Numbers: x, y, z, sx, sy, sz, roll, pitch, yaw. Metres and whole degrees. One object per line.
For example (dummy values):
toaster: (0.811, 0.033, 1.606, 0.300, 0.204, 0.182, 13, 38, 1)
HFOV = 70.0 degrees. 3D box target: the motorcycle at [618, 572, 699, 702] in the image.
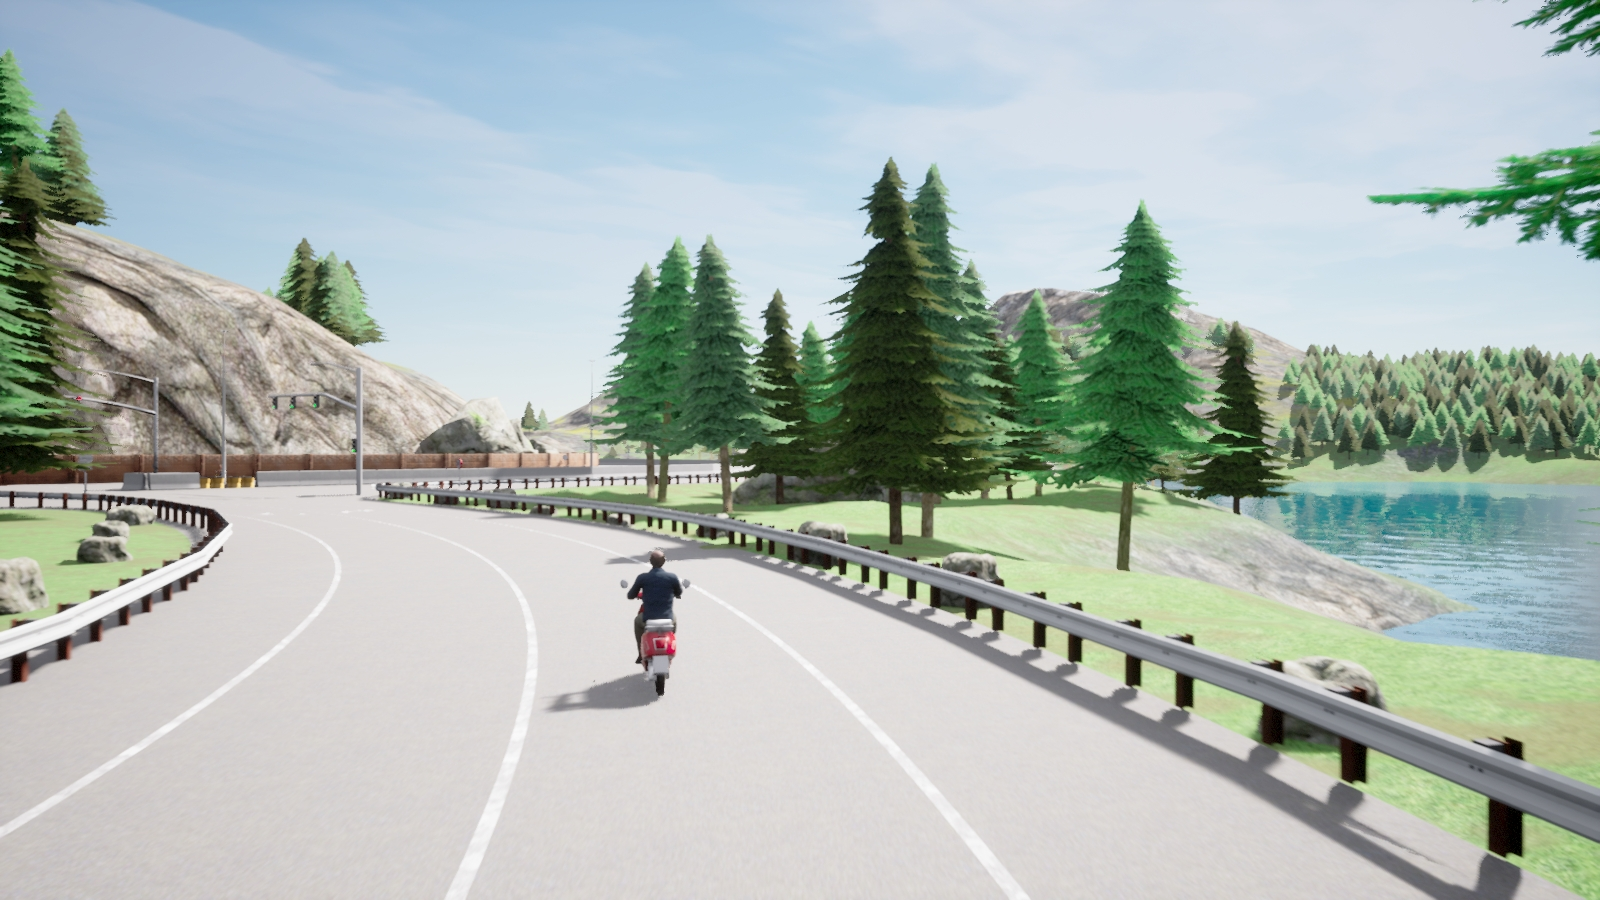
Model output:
motorcycle: (-1.722, 2.182, 13.675, 0.856, 1.236, 1.805, 0, 0, -10)
